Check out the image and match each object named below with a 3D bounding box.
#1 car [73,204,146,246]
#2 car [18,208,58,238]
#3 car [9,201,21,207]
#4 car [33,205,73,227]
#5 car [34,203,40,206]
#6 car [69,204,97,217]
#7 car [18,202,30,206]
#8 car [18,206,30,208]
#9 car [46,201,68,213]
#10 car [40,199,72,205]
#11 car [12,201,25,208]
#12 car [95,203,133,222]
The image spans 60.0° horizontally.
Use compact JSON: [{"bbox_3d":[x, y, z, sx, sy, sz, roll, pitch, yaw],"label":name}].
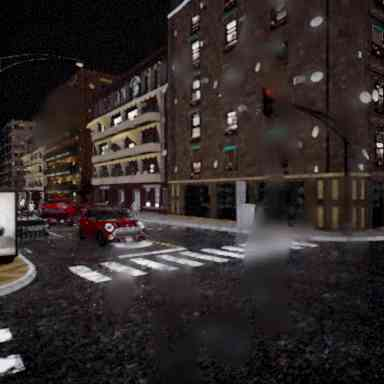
[{"bbox_3d":[-4.135,1.596,16.815,2.097,1.767,4.553,0,-1,-36],"label":"car"},{"bbox_3d":[-9.855,1.896,20.059,2.008,1.369,4.403,-1,0,-36],"label":"car"},{"bbox_3d":[-42.163,2.822,79.176,1.887,1.381,4.507,-1,0,-36],"label":"car"},{"bbox_3d":[-10.586,1.968,25.714,1.994,1.385,4.181,0,-1,-36],"label":"car"},{"bbox_3d":[-25.830,2.451,56.624,1.802,1.307,4.206,-1,0,-36],"label":"car"},{"bbox_3d":[-12.699,2.125,38.629,1.802,1.307,4.206,-1,0,-36],"label":"car"},{"bbox_3d":[-20.684,2.219,39.724,1.994,1.385,4.181,0,-1,-36],"label":"car"},{"bbox_3d":[-13.122,1.977,24.569,2.008,1.369,4.403,-1,0,-36],"label":"car"},{"bbox_3d":[-19.296,2.146,47.606,1.967,1.590,4.097,-1,0,-36],"label":"car"},{"bbox_3d":[-15.011,1.782,37.284,2.150,2.045,5.566,0,-1,-36],"label":"car"},{"bbox_3d":[-38.896,2.761,74.666,1.947,1.339,4.313,-1,0,-36],"label":"car"},{"bbox_3d":[-7.440,1.853,31.448,1.967,1.590,4.097,-1,0,-36],"label":"car"}]
